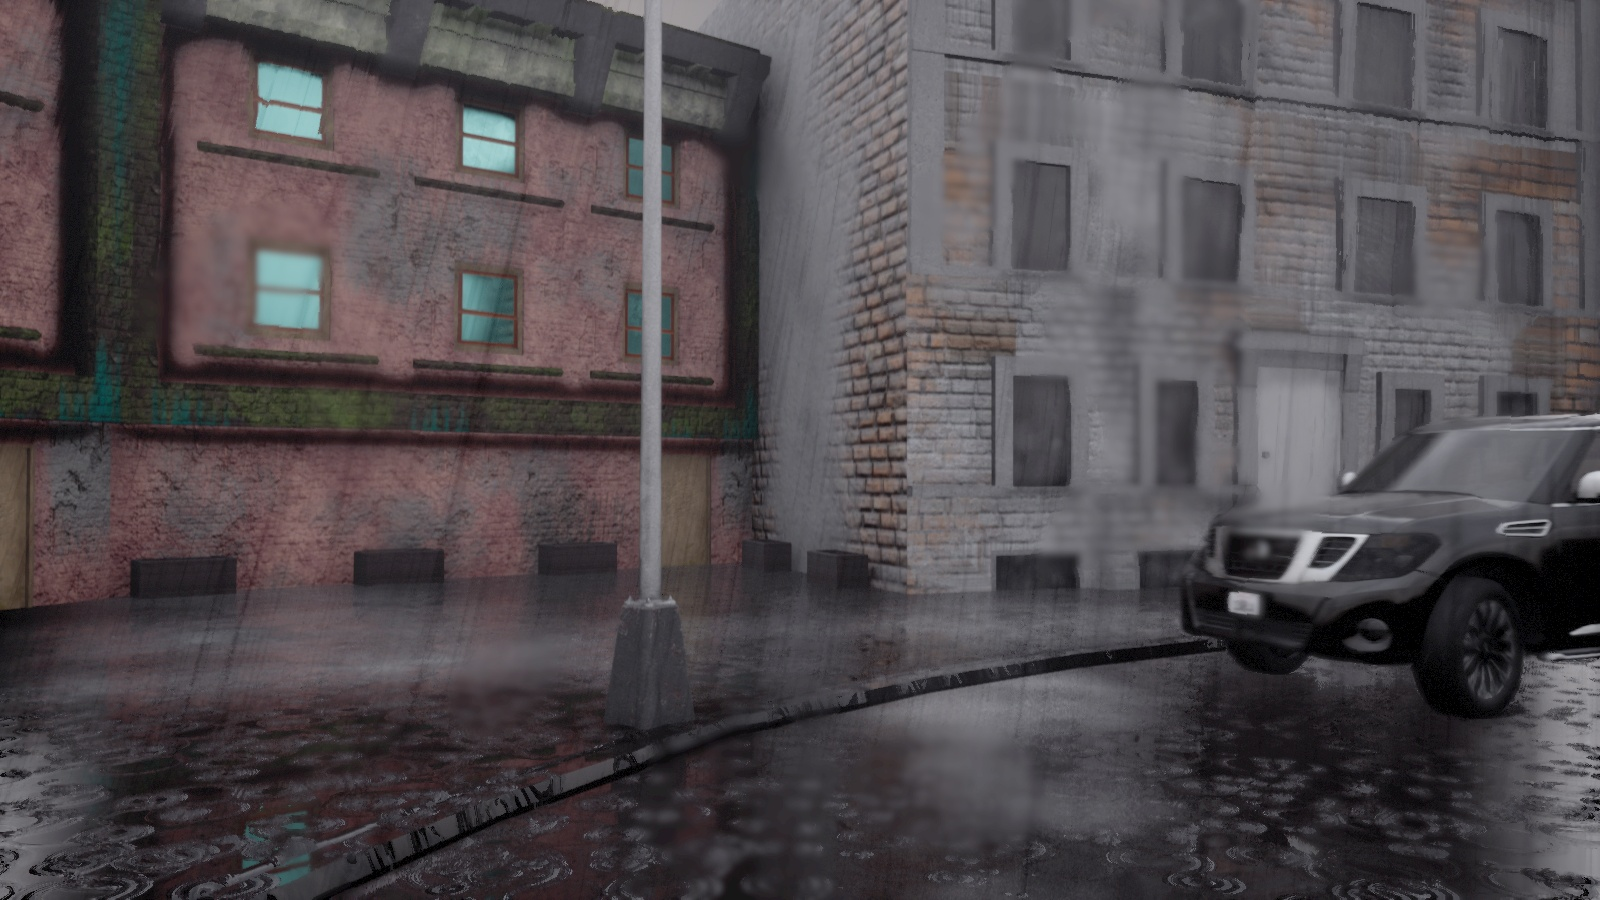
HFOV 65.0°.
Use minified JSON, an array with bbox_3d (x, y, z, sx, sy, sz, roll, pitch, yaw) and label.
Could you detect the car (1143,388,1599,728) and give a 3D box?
[{"bbox_3d":[5.610,0.678,9.540,5.566,2.045,2.150,0,-1,-20],"label":"car"}]
